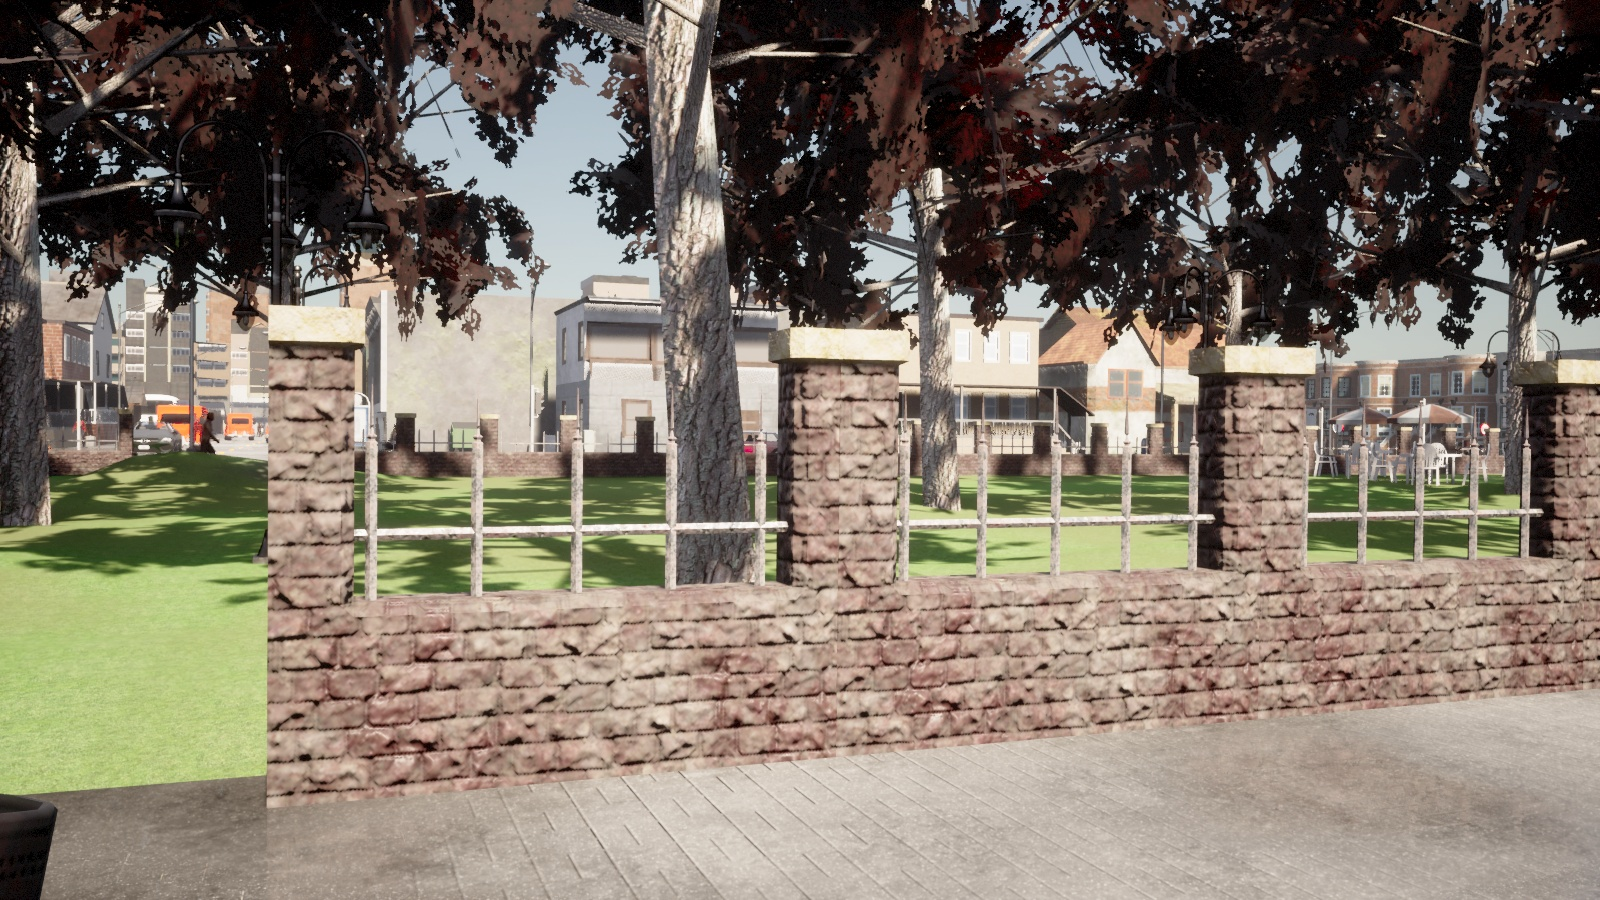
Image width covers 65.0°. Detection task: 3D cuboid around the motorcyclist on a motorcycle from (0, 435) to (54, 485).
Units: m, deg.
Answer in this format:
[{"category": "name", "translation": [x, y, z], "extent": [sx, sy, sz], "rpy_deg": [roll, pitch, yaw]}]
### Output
[{"category": "motorcyclist on a motorcycle", "translation": [-26.908, 0.343, 42.819], "extent": [0.766, 1.649, 2.350], "rpy_deg": [-3, 0, 37]}]

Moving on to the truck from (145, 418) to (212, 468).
[{"category": "truck", "translation": [-32.433, -0.407, 65.708], "extent": [2.627, 2.467, 5.204], "rpy_deg": [-1, 1, -21]}]

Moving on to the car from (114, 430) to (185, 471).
[{"category": "car", "translation": [-28.228, -0.007, 54.646], "extent": [2.152, 1.651, 5.027], "rpy_deg": [-1, 1, -21]}]

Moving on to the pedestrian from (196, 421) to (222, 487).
[{"category": "pedestrian", "translation": [-16.857, 0.107, 35.814], "extent": [0.634, 1.846, 0.331], "rpy_deg": [-1, 1, -21]}]

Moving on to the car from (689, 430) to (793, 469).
[{"category": "car", "translation": [-2.411, -0.045, 51.313], "extent": [3.806, 1.475, 1.970], "rpy_deg": [-1, 1, -21]}]
